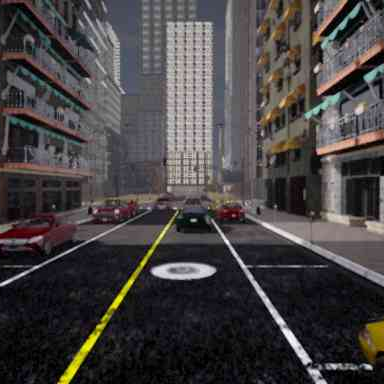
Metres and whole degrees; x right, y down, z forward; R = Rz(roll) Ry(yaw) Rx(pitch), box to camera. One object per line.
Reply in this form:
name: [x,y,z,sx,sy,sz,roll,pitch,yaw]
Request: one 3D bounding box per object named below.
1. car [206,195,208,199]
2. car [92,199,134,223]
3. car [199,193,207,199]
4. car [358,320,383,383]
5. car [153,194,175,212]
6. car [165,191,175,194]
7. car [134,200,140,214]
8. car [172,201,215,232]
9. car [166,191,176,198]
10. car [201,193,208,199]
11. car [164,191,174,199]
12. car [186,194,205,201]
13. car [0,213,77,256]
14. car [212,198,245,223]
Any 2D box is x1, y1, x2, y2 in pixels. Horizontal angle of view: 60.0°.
car: [2.697,1.293,34.924,1.752,1.417,4.829,-1,0,0]
car: [-5.689,1.281,23.725,1.967,1.590,4.097,-1,0,0]
car: [2.717,0.976,84.009,1.752,1.417,4.829,-1,0,0]
car: [2.684,1.513,1.784,1.752,1.417,4.829,-1,0,0]
car: [-2.996,1.291,35.257,1.812,1.442,4.674,0,0,0]
car: [-5.665,1.032,78.284,1.887,1.381,4.507,-1,0,0]
car: [-5.686,1.350,29.249,1.887,1.381,4.507,-1,0,0]
car: [0.103,1.434,19.351,1.994,1.385,4.181,0,0,0]
car: [-5.663,0.731,89.402,2.192,1.841,5.009,-1,0,0]
car: [2.714,0.928,78.279,1.967,1.590,4.097,-1,0,0]
car: [-5.665,0.767,83.843,2.192,1.841,5.009,-1,0,0]
car: [0.092,1.274,34.577,1.837,1.490,4.892,0,0,-1]
car: [-5.692,1.496,12.679,1.802,1.307,4.206,-1,0,0]
car: [2.693,1.386,23.708,1.887,1.381,4.507,-1,0,0]
